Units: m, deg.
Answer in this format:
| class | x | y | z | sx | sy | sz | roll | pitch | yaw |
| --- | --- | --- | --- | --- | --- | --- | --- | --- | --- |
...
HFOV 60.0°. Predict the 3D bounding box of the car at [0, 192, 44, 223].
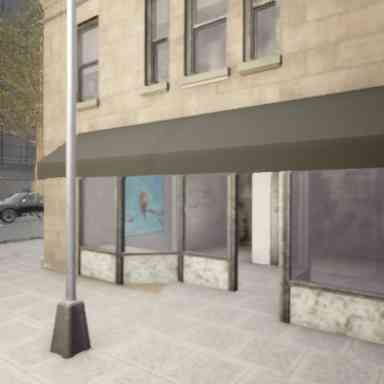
| class | x | y | z | sx | sy | sz | roll | pitch | yaw |
| --- | --- | --- | --- | --- | --- | --- | --- | --- | --- |
| car | -12.068 | 1.067 | 24.333 | 2.150 | 2.045 | 5.566 | 0 | 1 | 35 |
